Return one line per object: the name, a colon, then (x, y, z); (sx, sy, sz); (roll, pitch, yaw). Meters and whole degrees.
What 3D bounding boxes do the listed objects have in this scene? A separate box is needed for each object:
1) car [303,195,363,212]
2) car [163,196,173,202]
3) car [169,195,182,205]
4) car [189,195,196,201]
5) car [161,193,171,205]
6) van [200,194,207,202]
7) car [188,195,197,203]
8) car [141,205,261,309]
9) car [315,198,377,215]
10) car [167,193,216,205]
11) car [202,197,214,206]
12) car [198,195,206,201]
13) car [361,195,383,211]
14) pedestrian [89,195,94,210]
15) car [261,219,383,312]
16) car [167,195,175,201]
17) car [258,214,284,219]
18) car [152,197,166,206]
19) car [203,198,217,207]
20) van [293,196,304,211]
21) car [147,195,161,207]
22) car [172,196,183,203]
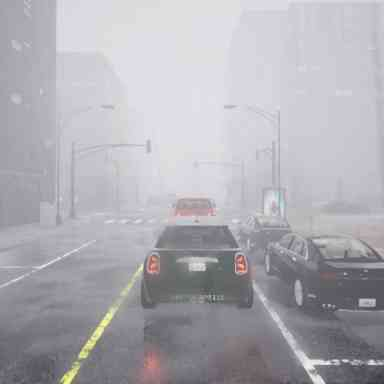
car: (15.002, 1.379, 35.520); (5.008, 1.535, 1.882); (0, -1, 2)
car: (-5.650, 1.583, 79.205); (1.947, 1.339, 4.313); (1, 0, 0)
car: (-3.046, 1.364, 60.569); (2.097, 1.767, 4.553); (0, 0, 0)
car: (0.033, 1.521, 90.485); (1.837, 1.490, 4.892); (0, 0, 0)
car: (-3.102, 1.231, 51.000); (2.150, 2.045, 5.566); (0, 0, 0)
van: (2.733, 1.359, 79.163); (1.690, 1.788, 3.998); (1, 0, 0)
car: (0.052, 1.494, 73.417); (1.882, 1.535, 5.008); (0, 0, 0)
car: (0.104, 1.353, 8.042); (2.097, 1.767, 4.553); (0, 0, 0)
car: (13.714, 1.408, 29.741); (4.206, 1.307, 1.802); (0, 0, 0)
car: (0.094, 1.224, 17.513); (2.150, 2.045, 5.566); (0, 0, 0)
car: (2.722, 1.593, 56.877); (1.802, 1.307, 4.206); (1, 0, 0)
car: (2.734, 1.566, 90.304); (1.887, 1.381, 4.507); (1, 0, 0)
car: (19.305, 1.221, 38.081); (5.009, 1.841, 2.192); (0, 0, 0)
pedestrian: (-12.513, 1.340, 41.277); (0.375, 1.860, 0.375); (0, 0, 0)
car: (2.834, 1.552, 7.544); (2.008, 1.369, 4.403); (1, 0, 0)
car: (-5.646, 1.587, 90.347); (1.947, 1.339, 4.313); (1, 0, 0)
car: (2.835, 1.552, 13.114); (2.008, 1.369, 4.403); (1, 0, 0)
car: (-5.658, 1.556, 56.921); (1.887, 1.381, 4.507); (1, 0, 0)
car: (2.720, 1.576, 51.306); (1.947, 1.339, 4.313); (1, 0, 0)
van: (13.778, 1.290, 38.122); (3.998, 1.788, 1.690); (0, 0, 0)
car: (-5.656, 1.325, 51.349); (2.192, 1.841, 5.009); (1, 0, 0)
car: (-2.974, 1.540, 70.639); (2.128, 1.511, 4.902); (0, 0, 0)
